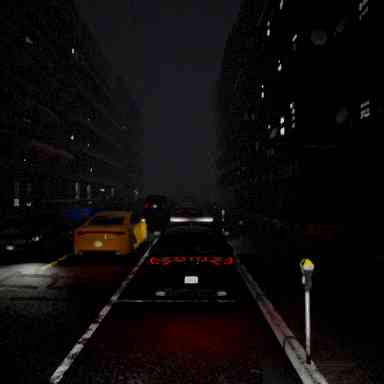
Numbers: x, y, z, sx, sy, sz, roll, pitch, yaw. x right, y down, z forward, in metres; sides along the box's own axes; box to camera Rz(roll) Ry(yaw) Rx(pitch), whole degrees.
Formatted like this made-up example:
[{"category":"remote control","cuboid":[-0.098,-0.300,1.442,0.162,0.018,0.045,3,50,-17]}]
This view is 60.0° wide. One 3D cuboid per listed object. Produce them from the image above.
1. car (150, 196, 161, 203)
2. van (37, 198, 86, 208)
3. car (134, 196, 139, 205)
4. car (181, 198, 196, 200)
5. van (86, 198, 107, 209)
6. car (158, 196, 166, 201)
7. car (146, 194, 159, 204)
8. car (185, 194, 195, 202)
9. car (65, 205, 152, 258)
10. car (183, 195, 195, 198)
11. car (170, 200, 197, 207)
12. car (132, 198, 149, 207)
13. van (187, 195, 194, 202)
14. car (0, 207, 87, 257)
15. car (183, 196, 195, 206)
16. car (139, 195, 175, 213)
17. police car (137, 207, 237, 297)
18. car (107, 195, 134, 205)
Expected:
[{"category":"car","cuboid":[-8.324,1.725,76.059,1.887,1.381,4.507,1,0,0]},{"category":"van","cuboid":[-8.312,1.358,20.753,1.690,1.788,3.998,2,0,0]},{"category":"car","cuboid":[-8.314,1.379,42.876,2.192,1.841,5.009,1,0,0]},{"category":"car","cuboid":[-0.438,1.582,31.754,1.887,1.381,4.507,1,0,0]},{"category":"van","cuboid":[-8.314,1.368,26.285,1.690,1.788,3.998,1,0,0]},{"category":"car","cuboid":[-8.327,1.846,92.652,1.802,1.307,4.206,1,0,0]},{"category":"car","cuboid":[-8.318,1.471,70.528,2.192,1.841,5.009,1,0,0]},{"category":"car","cuboid":[-0.473,1.521,81.536,2.192,1.841,5.009,1,0,0]},{"category":"car","cuboid":[-2.922,1.486,12.854,1.882,1.535,5.008,0,0,0]},{"category":"car","cuboid":[-0.429,1.490,37.286,1.967,1.590,4.097,1,0,0]},{"category":"car","cuboid":[-0.438,1.572,26.224,1.887,1.381,4.507,1,0,0]},{"category":"car","cuboid":[-8.322,1.660,53.938,1.947,1.339,4.313,1,0,0]},{"category":"van","cuboid":[-0.474,1.575,87.068,1.690,1.788,3.998,1,0,0]},{"category":"car","cuboid":[-5.871,1.534,13.068,1.812,1.442,4.674,0,0,0]},{"category":"car","cuboid":[-0.473,1.553,59.411,1.967,1.590,4.097,1,0,0]},{"category":"car","cuboid":[-3.022,1.254,29.763,2.150,2.045,5.566,0,0,0]},{"category":"police car","cuboid":[-0.012,1.430,8.763,1.930,1.638,5.238,0,0,0]},{"category":"car","cuboid":[-8.314,1.365,37.346,2.192,1.841,5.009,1,0,0]}]
